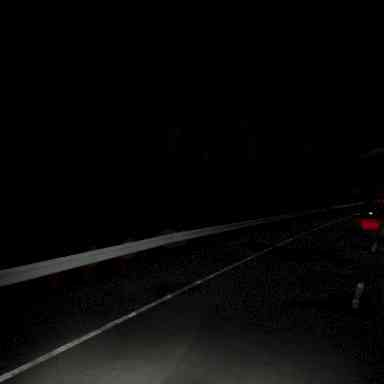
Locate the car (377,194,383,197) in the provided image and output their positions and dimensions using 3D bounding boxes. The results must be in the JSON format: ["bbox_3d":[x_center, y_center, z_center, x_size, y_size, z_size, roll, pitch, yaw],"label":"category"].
[{"bbox_3d":[22.295,1.221,38.000,2.150,2.045,5.566,0,0,36],"label":"car"}]

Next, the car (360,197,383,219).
[{"bbox_3d":[16.200,1.505,29.493,1.837,1.490,4.892,0,0,35],"label":"car"}]
